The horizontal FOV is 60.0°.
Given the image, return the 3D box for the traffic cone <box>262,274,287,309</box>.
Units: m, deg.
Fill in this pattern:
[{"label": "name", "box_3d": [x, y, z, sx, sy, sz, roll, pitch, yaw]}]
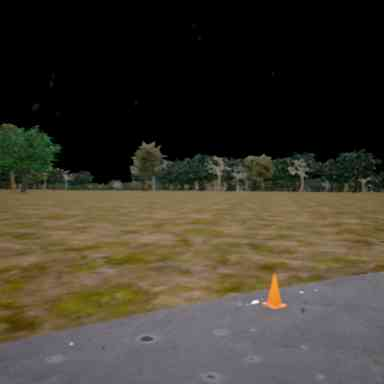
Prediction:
[{"label": "traffic cone", "box_3d": [1.583, 1.868, 6.359, 0.340, 0.580, 0.340, 0, 1, -28]}]
